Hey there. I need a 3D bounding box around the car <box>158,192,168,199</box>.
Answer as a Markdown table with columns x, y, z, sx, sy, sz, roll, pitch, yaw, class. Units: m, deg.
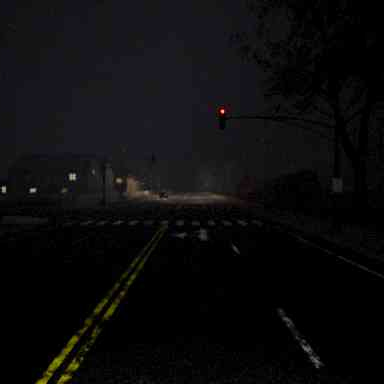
| x | y | z | sx | sy | sz | roll | pitch | yaw | class |
| --- | --- | --- | --- | --- | --- | --- | --- | --- | --- |
| -6.484 | 0.760 | 75.236 | 1.837 | 1.490 | 4.892 | 0 | 1 | 0 | car |
